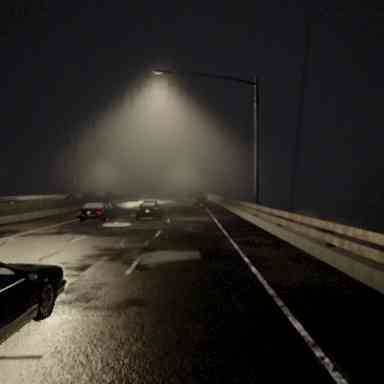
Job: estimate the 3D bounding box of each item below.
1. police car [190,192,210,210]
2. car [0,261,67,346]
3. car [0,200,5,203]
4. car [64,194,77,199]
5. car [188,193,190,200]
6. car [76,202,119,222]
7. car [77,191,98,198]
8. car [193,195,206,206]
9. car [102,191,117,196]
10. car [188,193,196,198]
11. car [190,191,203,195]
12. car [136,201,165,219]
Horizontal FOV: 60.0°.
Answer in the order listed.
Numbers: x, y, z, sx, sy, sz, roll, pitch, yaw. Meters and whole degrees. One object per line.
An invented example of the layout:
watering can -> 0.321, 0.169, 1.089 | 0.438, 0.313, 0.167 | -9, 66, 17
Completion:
police car -> 1.075, 1.213, 39.641 | 1.930, 1.638, 5.238 | 0, 0, 0
car -> -3.399, 1.525, 4.131 | 2.033, 1.411, 5.357 | 0, 0, 0
car -> -17.579, 1.327, 28.329 | 1.882, 1.535, 5.008 | 0, 0, 0
car -> -24.457, 1.148, 67.802 | 1.812, 1.442, 4.674 | 0, 0, 0
car -> 0.046, 0.975, 72.989 | 1.837, 1.490, 4.892 | 0, 0, 0
car -> -6.884, 1.416, 24.689 | 2.033, 1.411, 5.357 | 0, 0, 0
car -> -20.957, 0.841, 68.185 | 2.150, 2.045, 5.566 | 0, 0, 0
car -> 1.081, 1.212, 49.531 | 1.882, 1.535, 5.008 | 0, 0, 0
car -> -17.456, 0.840, 70.407 | 2.150, 2.045, 5.566 | 0, 0, 0
car -> 0.058, 0.984, 92.175 | 2.033, 1.411, 5.357 | 0, 0, 0
car -> 1.085, 0.924, 55.559 | 2.150, 2.045, 5.566 | 0, 0, 0
car -> -3.383, 1.418, 27.349 | 1.994, 1.385, 4.181 | 0, 0, 0
